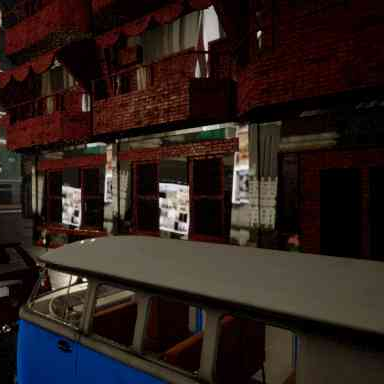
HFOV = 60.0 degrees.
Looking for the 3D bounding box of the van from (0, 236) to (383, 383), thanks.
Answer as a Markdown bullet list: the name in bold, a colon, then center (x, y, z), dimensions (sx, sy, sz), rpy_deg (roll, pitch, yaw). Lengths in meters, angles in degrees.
- **van**: center (0.230, 1.341, 2.571), dimensions (3.998, 1.788, 1.690), rpy_deg (0, -1, 36)
